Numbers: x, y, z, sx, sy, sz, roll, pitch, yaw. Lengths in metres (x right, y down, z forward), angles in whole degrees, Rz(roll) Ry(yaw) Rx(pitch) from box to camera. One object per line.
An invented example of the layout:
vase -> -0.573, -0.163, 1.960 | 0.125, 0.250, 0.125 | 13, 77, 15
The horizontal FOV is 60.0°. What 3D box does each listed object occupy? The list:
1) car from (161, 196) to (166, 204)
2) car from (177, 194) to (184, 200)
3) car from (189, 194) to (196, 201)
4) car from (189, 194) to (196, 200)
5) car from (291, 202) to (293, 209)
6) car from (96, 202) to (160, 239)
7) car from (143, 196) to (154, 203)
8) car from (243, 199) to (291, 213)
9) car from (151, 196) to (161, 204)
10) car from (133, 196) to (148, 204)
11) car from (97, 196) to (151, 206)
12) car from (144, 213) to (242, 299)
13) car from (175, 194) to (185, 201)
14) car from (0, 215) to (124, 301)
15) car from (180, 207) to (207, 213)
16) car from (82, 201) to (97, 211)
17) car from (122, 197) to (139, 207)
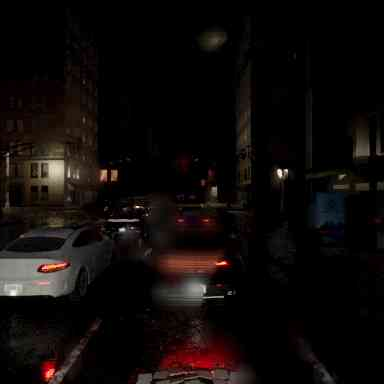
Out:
car -> -6.498, 1.547, 61.946 | 1.812, 1.442, 4.674 | 0, 0, 1
car -> -3.153, 1.320, 93.211 | 1.882, 1.535, 5.008 | 0, 0, 0
car -> 0.087, 1.606, 83.235 | 1.895, 1.301, 4.718 | 0, 0, 0
car -> 0.097, 1.382, 93.207 | 2.033, 1.411, 5.357 | 0, 0, 0
car -> 9.623, 1.613, 40.183 | 4.902, 1.511, 2.128 | 0, -1, 0
car -> -3.134, 1.499, 17.446 | 2.128, 1.511, 4.902 | 0, 0, 0
car -> -9.674, 1.546, 73.722 | 1.812, 1.442, 4.674 | 0, 0, 0
car -> 8.040, 1.674, 36.891 | 4.718, 1.301, 1.895 | 0, -1, 0
car -> -6.535, 1.525, 52.922 | 1.837, 1.490, 4.892 | 0, 0, 0
car -> -9.732, 1.512, 63.508 | 2.128, 1.511, 4.902 | 0, 0, 1
car -> -5.372, 1.303, 27.017 | 2.097, 1.767, 4.553 | 1, 0, 15
car -> 0.101, 1.508, 8.431 | 1.837, 1.490, 4.892 | 0, 0, 0
car -> -3.164, 1.536, 82.792 | 2.128, 1.511, 4.902 | 0, 0, 0
car -> -3.148, 1.529, 8.180 | 1.812, 1.442, 4.674 | 0, 0, 0
car -> 0.100, 1.533, 17.548 | 1.812, 1.442, 4.674 | 0, 0, 0
car -> -11.044, 1.617, 40.080 | 4.181, 1.385, 1.994 | 0, -1, 0
car -> -9.780, 1.525, 53.379 | 1.837, 1.490, 4.892 | 0, 0, 0
